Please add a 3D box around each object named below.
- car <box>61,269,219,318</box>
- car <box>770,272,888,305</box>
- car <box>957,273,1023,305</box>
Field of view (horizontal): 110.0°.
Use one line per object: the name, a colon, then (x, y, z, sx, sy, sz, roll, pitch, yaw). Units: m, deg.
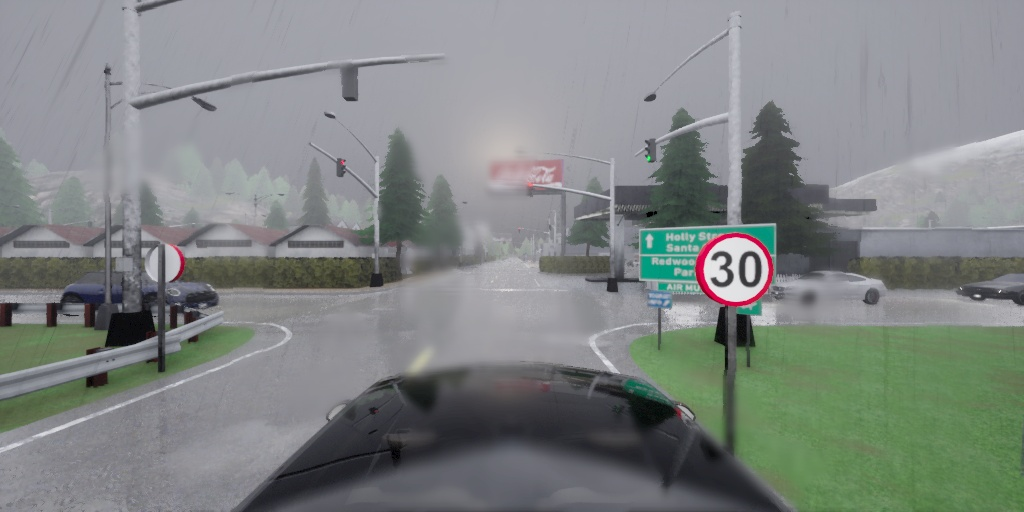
car: (-13.987, 1.294, 13.685, 4.553, 1.767, 2.097, 0, 0, 1)
car: (14.858, 1.467, 16.924, 4.674, 1.442, 1.812, 0, 0, 0)
car: (24.513, 1.489, 16.797, 5.357, 1.411, 2.033, 0, 0, 1)
